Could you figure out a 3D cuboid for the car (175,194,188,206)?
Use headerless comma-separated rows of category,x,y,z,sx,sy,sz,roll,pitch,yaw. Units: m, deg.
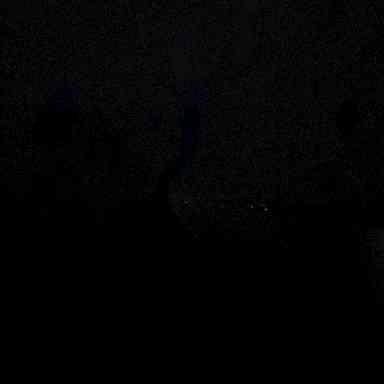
car,-1.860,1.580,55.285,1.837,1.490,4.892,0,0,-6

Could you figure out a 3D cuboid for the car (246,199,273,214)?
car,7.182,1.538,35.844,2.128,1.511,4.902,0,0,-6

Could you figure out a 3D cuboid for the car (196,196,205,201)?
car,2.131,1.639,88.038,1.895,1.301,4.718,0,0,-6
